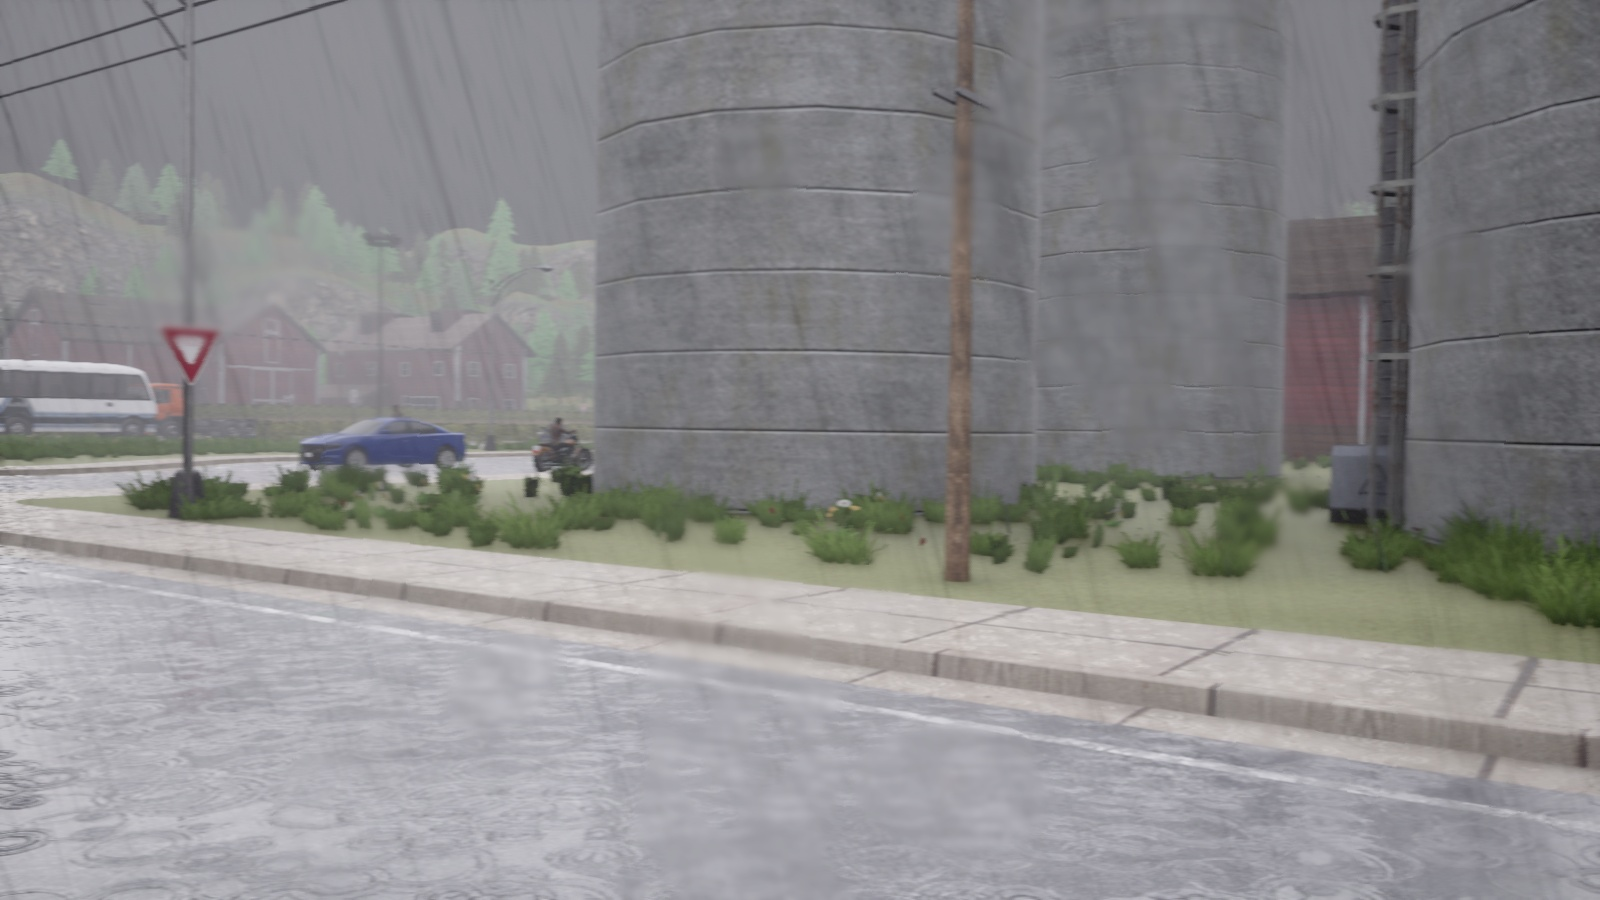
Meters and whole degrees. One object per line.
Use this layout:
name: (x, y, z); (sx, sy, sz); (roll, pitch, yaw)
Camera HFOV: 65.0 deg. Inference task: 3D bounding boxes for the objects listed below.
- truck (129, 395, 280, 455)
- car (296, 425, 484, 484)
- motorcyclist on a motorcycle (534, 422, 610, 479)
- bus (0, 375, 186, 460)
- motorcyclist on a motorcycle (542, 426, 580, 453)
truck: (-36.376, -1.563, 76.997); (2.891, 3.462, 7.936); (0, 2, 35)
car: (-11.658, 0.085, 36.027); (1.882, 1.535, 5.008); (0, 2, 34)
motorcyclist on a motorcycle: (-6.703, -0.007, 37.115); (0.766, 1.649, 2.350); (0, 1, 34)
bus: (-38.935, -1.720, 67.094); (3.944, 4.253, 10.273); (1, 2, 38)
motorcyclist on a motorcycle: (-13.849, -0.642, 72.933); (0.866, 1.530, 2.191); (0, 2, 34)
